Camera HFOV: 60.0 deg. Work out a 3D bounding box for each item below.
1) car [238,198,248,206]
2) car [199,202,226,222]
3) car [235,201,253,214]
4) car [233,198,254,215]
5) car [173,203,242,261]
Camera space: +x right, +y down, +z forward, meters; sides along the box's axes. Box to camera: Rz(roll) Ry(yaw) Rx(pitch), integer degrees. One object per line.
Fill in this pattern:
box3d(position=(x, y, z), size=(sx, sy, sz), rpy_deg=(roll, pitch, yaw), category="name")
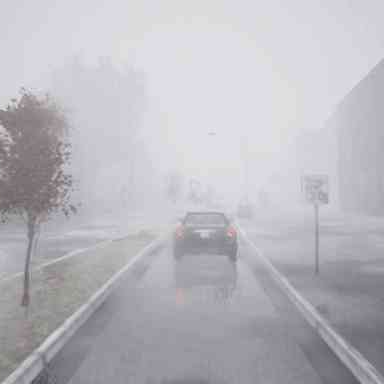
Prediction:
box3d(position=(11.627, 2.183, 75.531), size=(2.185, 1.767, 4.553), rpy_deg=(0, -1, 9), category="car")
box3d(position=(1.939, 1.717, 29.350), size=(2.128, 1.511, 4.902), rpy_deg=(0, -1, 7), category="car")
box3d(position=(6.680, 1.915, 42.690), size=(2.163, 1.488, 4.792), rpy_deg=(0, -1, 8), category="car")
box3d(position=(5.885, 1.811, 37.250), size=(2.097, 1.535, 5.008), rpy_deg=(-1, -1, 8), category="car")
box3d(position=(0.520, 1.399, 12.656), size=(2.097, 1.767, 4.553), rpy_deg=(0, 0, 3), category="car")
